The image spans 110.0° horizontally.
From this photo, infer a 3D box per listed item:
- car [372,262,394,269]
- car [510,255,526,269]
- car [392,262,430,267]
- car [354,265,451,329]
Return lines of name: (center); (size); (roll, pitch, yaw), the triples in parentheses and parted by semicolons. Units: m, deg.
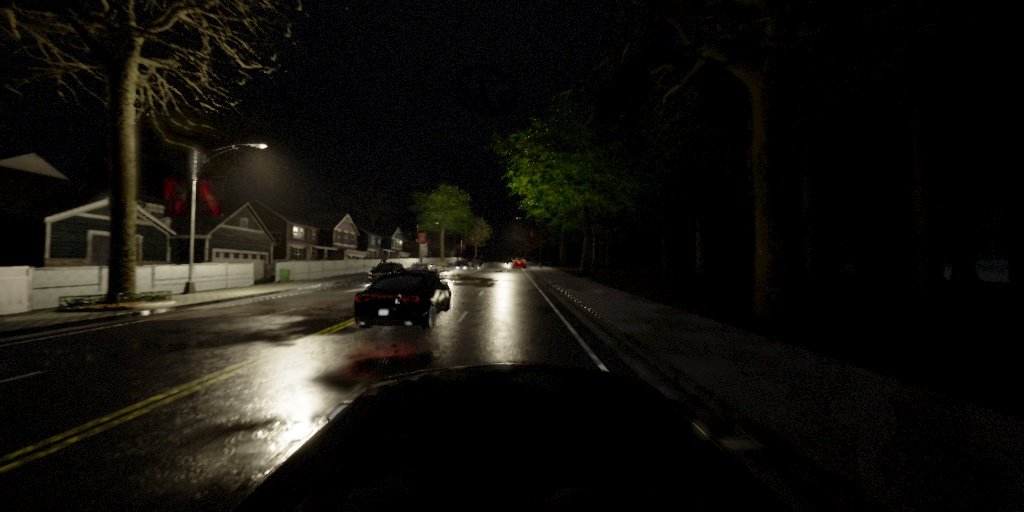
car: (-9.849, 1.242, 28.753); (1.837, 1.490, 4.892); (0, 0, 0)
car: (1.124, 1.088, 57.094); (2.097, 1.767, 4.553); (0, 0, 0)
car: (-6.604, 1.287, 25.927); (2.033, 1.411, 5.357); (0, 0, 0)
car: (-3.150, 1.230, 11.261); (1.882, 1.535, 5.008); (0, 0, 0)
